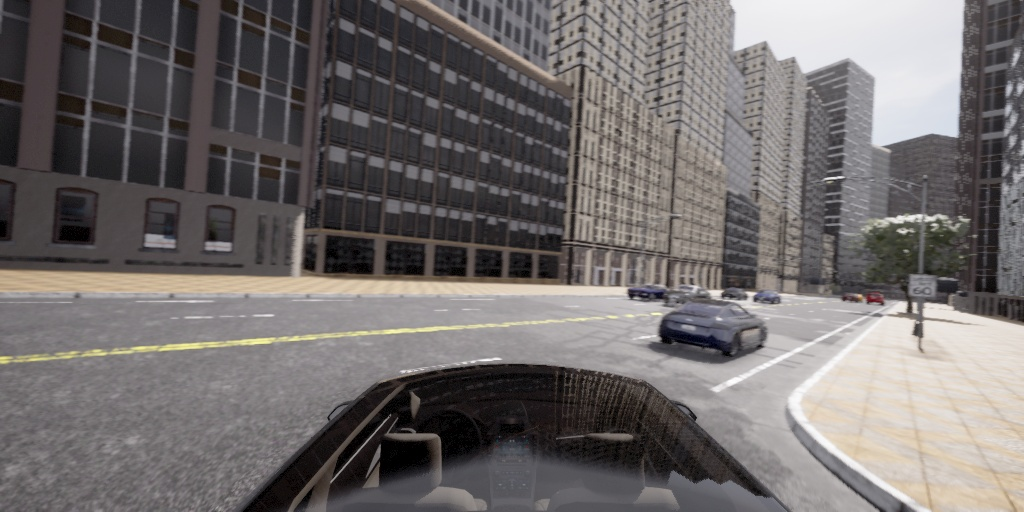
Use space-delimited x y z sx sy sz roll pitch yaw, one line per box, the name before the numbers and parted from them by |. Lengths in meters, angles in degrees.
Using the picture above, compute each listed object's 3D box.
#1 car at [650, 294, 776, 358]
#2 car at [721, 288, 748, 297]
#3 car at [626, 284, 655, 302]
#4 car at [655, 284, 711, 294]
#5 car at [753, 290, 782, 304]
car | 6.182 2.031 10.898 4.181 1.385 1.994 6 -2 -42
car | 26.262 4.450 42.298 4.181 1.385 1.994 6 -2 -42
car | 11.088 2.919 28.653 4.718 1.301 1.895 6 -2 -42
car | 12.585 2.846 25.618 4.902 1.511 2.128 6 -2 -42
car | 28.383 4.504 39.835 4.674 1.442 1.812 6 -2 -42
